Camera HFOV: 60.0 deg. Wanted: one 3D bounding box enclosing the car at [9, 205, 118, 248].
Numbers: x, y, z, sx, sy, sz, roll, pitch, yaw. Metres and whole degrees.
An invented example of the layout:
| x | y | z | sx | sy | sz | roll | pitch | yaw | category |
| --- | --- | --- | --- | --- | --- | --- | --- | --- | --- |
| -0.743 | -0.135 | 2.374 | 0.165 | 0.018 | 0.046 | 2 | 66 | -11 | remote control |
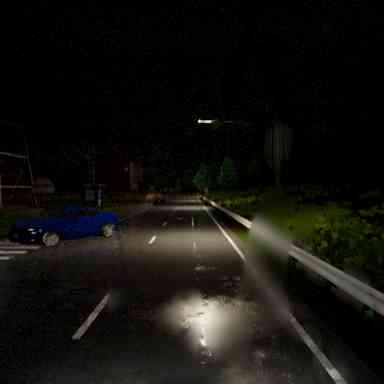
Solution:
| x | y | z | sx | sy | sz | roll | pitch | yaw | category |
| --- | --- | --- | --- | --- | --- | --- | --- | --- | --- |
| -5.467 | 1.396 | 14.851 | 1.882 | 1.535 | 5.008 | 2 | 1 | 30 | car |

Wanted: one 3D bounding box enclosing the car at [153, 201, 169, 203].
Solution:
| x | y | z | sx | sy | sz | roll | pitch | yaw | category |
| --- | --- | --- | --- | --- | --- | --- | --- | --- | --- |
| -3.596 | 1.195 | 39.622 | 1.895 | 1.301 | 4.718 | 0 | 0 | 0 | car |
